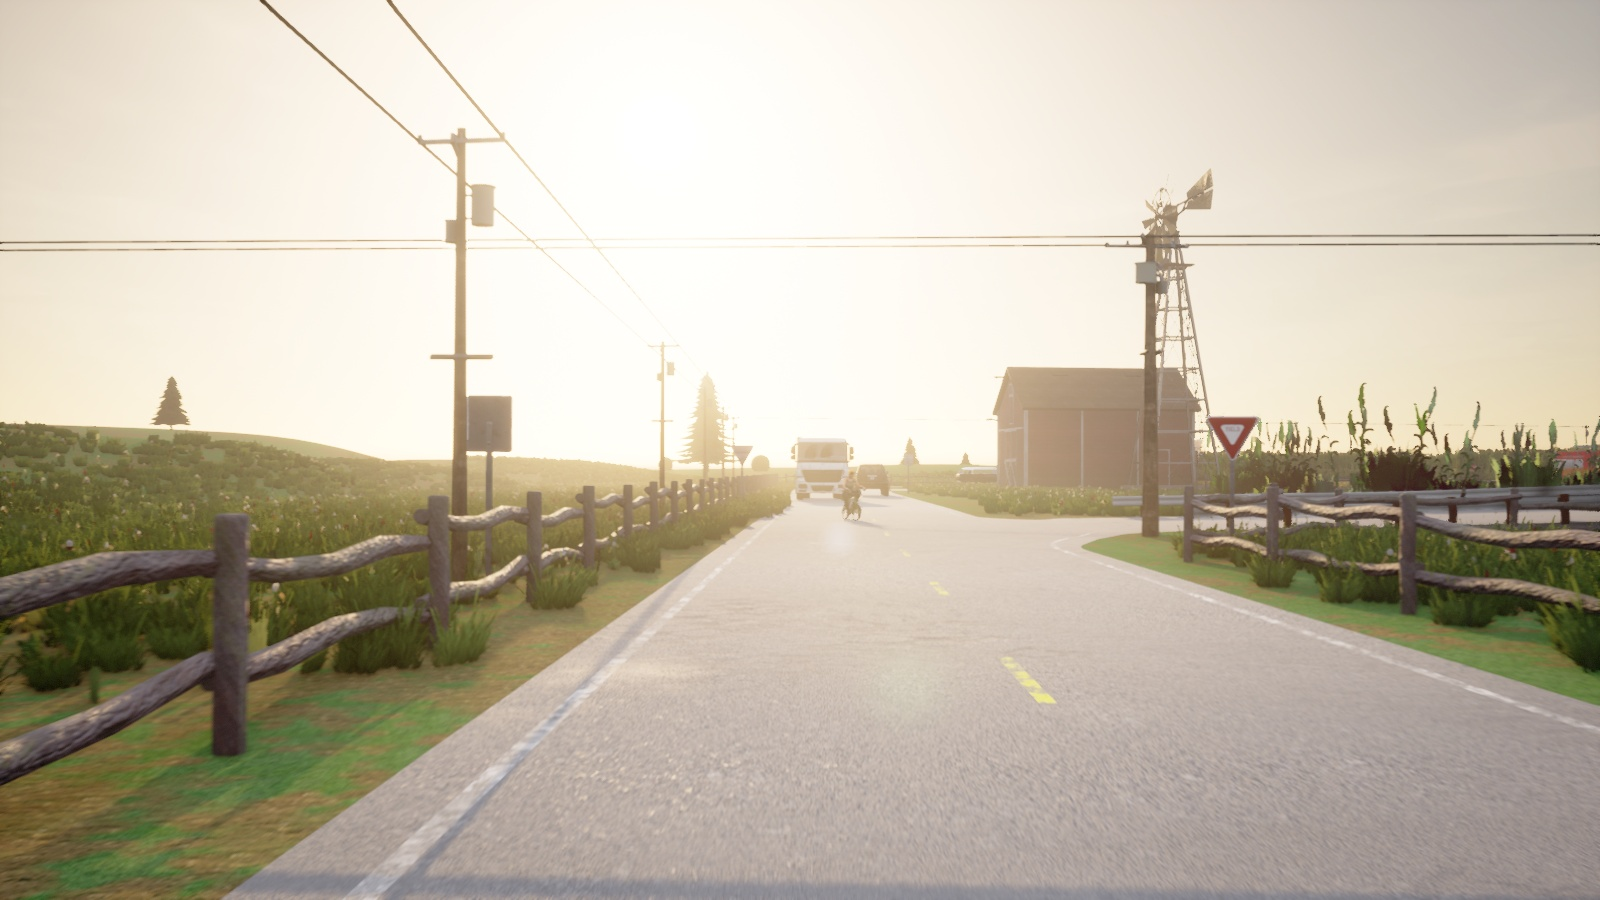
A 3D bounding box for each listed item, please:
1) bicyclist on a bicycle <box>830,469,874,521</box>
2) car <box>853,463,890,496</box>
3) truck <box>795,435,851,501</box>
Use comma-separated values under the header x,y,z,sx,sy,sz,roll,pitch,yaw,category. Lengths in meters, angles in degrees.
x,y,z,sx,sy,sz,roll,pitch,yaw,category
1.637,1.407,39.547,0.866,1.612,1.509,2,-1,-19,bicyclist on a bicycle
4.581,1.876,81.250,2.150,2.045,5.566,0,-1,1,car
1.252,1.001,70.101,2.891,3.462,7.936,0,-1,1,truck
